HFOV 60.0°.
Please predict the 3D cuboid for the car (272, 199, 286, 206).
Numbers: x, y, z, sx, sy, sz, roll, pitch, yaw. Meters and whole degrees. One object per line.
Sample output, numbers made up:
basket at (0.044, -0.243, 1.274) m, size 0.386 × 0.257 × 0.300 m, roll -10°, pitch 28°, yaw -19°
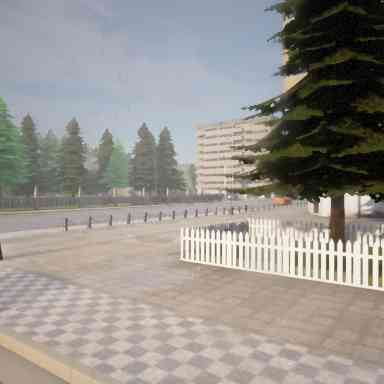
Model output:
car at (15.431, 1.352, 56.690) m, size 2.097 × 1.767 × 4.553 m, roll 0°, pitch 0°, yaw 36°
